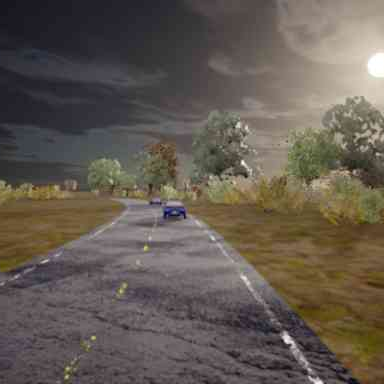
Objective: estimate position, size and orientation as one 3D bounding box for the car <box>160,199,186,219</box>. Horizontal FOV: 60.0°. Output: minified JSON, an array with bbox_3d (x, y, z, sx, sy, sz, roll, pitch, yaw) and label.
[{"bbox_3d":[-1.610,1.467,29.263,1.882,1.535,5.008,0,0,-6],"label":"car"}]

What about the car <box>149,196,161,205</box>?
[{"bbox_3d":[-6.334,1.442,57.578,2.033,1.649,4.856,0,-1,-12],"label":"car"}]
